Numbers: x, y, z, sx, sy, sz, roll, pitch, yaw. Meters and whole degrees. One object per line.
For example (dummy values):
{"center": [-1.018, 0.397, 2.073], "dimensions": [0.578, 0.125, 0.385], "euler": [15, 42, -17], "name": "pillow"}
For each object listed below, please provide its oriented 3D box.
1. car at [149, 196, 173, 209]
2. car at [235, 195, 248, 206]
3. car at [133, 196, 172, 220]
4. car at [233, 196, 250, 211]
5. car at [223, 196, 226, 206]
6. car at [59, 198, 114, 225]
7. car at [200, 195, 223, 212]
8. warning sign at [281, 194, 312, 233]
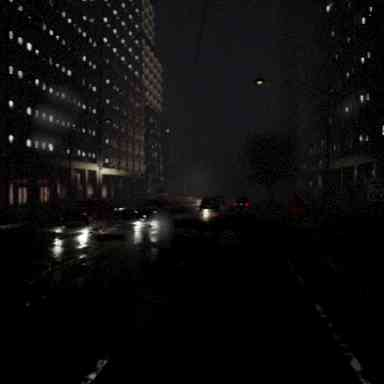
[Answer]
{"center": [-3.828, 1.222, 41.261], "dimensions": [1.994, 1.385, 4.181], "euler": [1, 0, 9], "name": "car"}
{"center": [7.427, 1.270, 49.934], "dimensions": [1.812, 1.442, 4.674], "euler": [1, 1, 9], "name": "car"}
{"center": [-2.924, 1.307, 25.983], "dimensions": [2.033, 1.411, 5.357], "euler": [1, 0, 9], "name": "car"}
{"center": [5.598, 1.354, 37.730], "dimensions": [2.033, 1.411, 5.357], "euler": [1, 0, 9], "name": "car"}
{"center": [3.893, 1.174, 48.716], "dimensions": [1.882, 1.535, 5.008], "euler": [1, 0, 9], "name": "car"}
{"center": [-6.813, 1.205, 21.965], "dimensions": [1.882, 1.535, 5.008], "euler": [1, 0, 9], "name": "car"}
{"center": [1.995, 1.241, 35.916], "dimensions": [1.882, 1.535, 5.008], "euler": [1, 1, 9], "name": "car"}
{"center": [5.297, 1.075, 16.965], "dimensions": [1.300, 1.860, 1.060], "euler": [2, 2, 8], "name": "warning sign"}
